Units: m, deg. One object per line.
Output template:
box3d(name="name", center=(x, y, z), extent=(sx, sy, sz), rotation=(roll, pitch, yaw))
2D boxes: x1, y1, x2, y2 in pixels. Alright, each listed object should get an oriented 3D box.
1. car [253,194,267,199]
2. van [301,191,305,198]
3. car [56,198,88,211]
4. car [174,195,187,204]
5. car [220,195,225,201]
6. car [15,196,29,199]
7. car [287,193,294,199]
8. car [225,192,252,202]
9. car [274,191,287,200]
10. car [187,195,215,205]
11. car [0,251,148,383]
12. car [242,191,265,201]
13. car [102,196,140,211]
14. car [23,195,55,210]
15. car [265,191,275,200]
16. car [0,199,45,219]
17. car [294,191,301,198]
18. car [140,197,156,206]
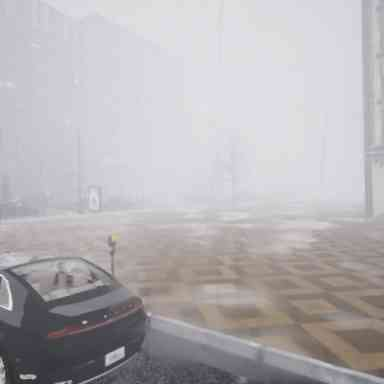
box3d(name="car", center=(17.477, 1.088, 85.347), extent=(1.947, 1.339, 4.313), rotation=(-1, 0, 36))
box3d(name="van", center=(27.503, 0.689, 84.940), extent=(1.690, 1.788, 3.998), rotation=(-1, 0, 36))
box3d(name="car", center=(-12.883, 1.407, 38.706), extent=(1.812, 1.442, 4.674), rotation=(-1, 0, 35))
box3d(name="car", center=(-1.053, 1.220, 55.063), extent=(2.128, 1.511, 4.902), rotation=(-1, 0, 36))
box3d(name="car", center=(7.793, 1.077, 71.884), extent=(1.967, 1.590, 4.097), rotation=(-1, 0, 36))
box3d(name="car", center=(-18.424, 1.432, 30.994), extent=(1.882, 1.535, 5.008), rotation=(-1, 0, 37))
box3d(name="car", center=(21.050, 0.974, 75.965), extent=(2.008, 1.369, 4.403), rotation=(-1, 0, 36))
box3d(name="car", center=(8.141, 1.130, 58.016), extent=(2.008, 1.369, 4.403), rotation=(-1, 0, 36))
box3d(name="car", center=(17.820, 0.776, 71.478), extent=(2.192, 1.841, 5.009), rotation=(-1, 0, 36))
box3d(name="car", center=(1.684, 1.099, 49.041), extent=(1.967, 1.590, 4.097), rotation=(-1, 0, 36))
box3d(name="car", center=(-2.620, 1.559, 4.898), extent=(4.403, 1.369, 2.008), rotation=(0, -1, 35))
box3d(name="car", center=(11.368, 1.085, 62.503), extent=(1.887, 1.381, 4.507), rotation=(-1, 0, 36))
box3d(name="car", center=(-7.998, 1.224, 35.579), extent=(1.967, 1.590, 4.097), rotation=(-1, 0, 36))
box3d(name="car", center=(-18.029, 1.279, 35.986), extent=(2.192, 1.841, 5.009), rotation=(-1, 0, 36))
box3d(name="car", center=(14.596, 1.082, 66.990), extent=(1.802, 1.307, 4.206), rotation=(-1, 0, 36))
box3d(name="car", center=(-14.451, 1.452, 26.604), extent=(1.802, 1.307, 4.206), rotation=(-1, 0, 36))
box3d(name="car", center=(24.279, 0.967, 80.453), extent=(1.802, 1.307, 4.206), rotation=(-1, 0, 36))
box3d(name="car", center=(-7.199, 1.408, 46.605), extent=(1.895, 1.301, 4.718), rotation=(-1, 0, 36))
